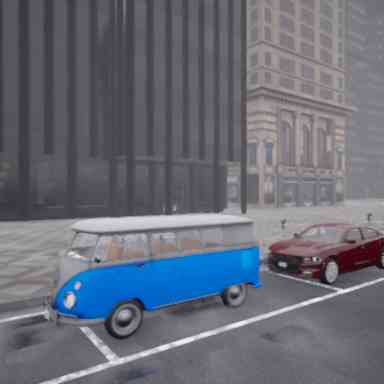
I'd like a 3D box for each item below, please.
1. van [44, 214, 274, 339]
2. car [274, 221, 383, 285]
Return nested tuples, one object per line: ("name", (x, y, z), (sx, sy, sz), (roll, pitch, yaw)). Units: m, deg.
("van", (-0.500, 1.347, 6.297), (3.998, 1.788, 1.690), (0, 0, -35))
("car", (4.092, 1.561, 9.571), (4.507, 1.381, 1.887), (0, 0, -35))
